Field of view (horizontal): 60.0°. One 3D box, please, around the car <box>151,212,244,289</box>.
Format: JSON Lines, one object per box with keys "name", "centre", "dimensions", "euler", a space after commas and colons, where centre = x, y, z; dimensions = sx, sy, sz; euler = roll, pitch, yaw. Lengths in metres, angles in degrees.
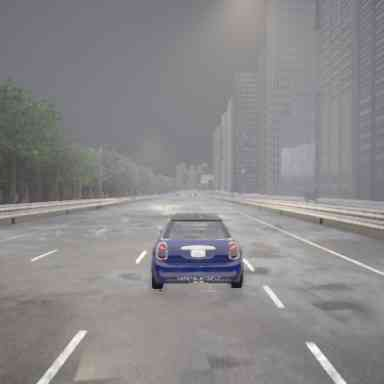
{"name": "car", "centre": [0.058, 1.355, 9.316], "dimensions": [2.097, 1.767, 4.553], "euler": [0, 0, -2]}
